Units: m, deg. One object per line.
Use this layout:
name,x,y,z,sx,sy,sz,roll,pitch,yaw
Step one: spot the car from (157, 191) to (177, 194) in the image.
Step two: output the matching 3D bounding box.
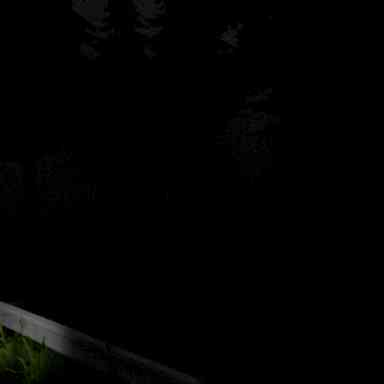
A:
car,-2.249,0.300,35.979,4.181,1.385,1.994,-4,2,-19

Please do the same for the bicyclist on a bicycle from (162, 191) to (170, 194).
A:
bicyclist on a bicycle,-2.234,0.266,28.847,0.582,1.620,1.656,1,4,-28
